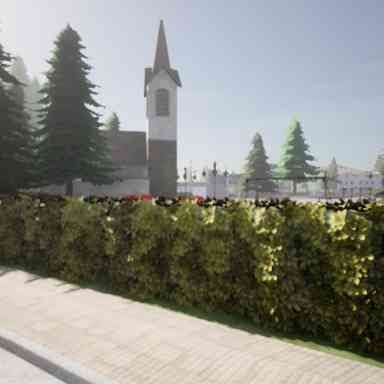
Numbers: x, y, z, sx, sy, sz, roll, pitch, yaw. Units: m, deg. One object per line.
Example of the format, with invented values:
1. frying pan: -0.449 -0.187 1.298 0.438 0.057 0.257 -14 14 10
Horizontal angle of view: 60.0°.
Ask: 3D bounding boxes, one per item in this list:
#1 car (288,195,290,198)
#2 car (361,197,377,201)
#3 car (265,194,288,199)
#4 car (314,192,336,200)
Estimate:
1. car: 20.988 1.264 79.976 5.027 1.636 2.152 0 0 35
2. car: 36.235 1.367 69.207 3.806 1.475 1.970 0 0 35
3. car: 19.242 1.273 77.370 4.514 1.523 2.007 0 0 35
4. car: 34.049 1.274 85.327 3.633 1.501 1.845 0 0 35
